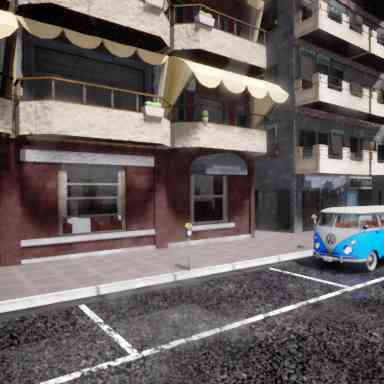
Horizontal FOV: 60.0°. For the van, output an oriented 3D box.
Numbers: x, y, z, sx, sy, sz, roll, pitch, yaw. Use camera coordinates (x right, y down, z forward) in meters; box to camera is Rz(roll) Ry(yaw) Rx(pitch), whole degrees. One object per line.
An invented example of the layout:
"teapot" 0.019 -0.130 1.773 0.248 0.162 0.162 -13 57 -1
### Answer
"van" 5.494 1.340 10.486 3.998 1.788 1.690 0 0 -35
